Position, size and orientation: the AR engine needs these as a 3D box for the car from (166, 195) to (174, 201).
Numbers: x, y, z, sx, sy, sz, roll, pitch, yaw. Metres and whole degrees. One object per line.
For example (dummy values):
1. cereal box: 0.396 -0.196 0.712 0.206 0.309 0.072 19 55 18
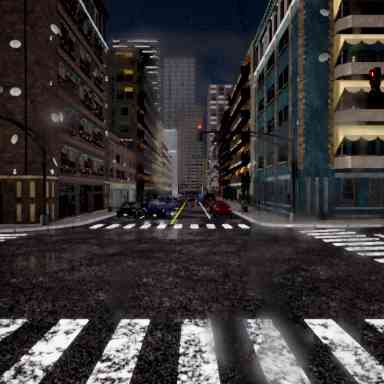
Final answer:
1. car: -5.566 1.563 85.469 1.752 1.417 4.829 0 0 0

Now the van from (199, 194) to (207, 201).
1. van: 2.814 1.379 85.614 1.690 1.788 3.998 -1 0 0

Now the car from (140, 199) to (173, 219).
1. car: -3.054 1.603 29.541 1.895 1.301 4.718 0 0 0

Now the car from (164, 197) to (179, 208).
1. car: -3.012 1.537 49.749 1.812 1.442 4.674 0 0 0

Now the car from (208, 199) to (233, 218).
1. car: 2.731 1.585 30.379 1.802 1.307 4.206 0 0 0

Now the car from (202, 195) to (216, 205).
1. car: 2.756 1.555 46.949 1.887 1.381 4.507 0 0 0

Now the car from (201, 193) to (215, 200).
1. car: 3.201 1.246 60.976 2.150 2.045 5.566 0 0 0

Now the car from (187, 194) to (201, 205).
1. car: 0.093 1.510 60.671 2.128 1.511 4.902 0 0 0

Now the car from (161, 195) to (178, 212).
1. car: -3.035 1.358 39.537 2.097 1.767 4.553 0 0 0

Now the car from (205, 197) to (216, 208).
1. car: 2.739 1.570 35.902 1.947 1.339 4.313 0 0 0

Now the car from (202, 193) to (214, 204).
1. car: 3.212 1.244 67.976 2.150 2.045 5.566 0 0 0

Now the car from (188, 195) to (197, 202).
1. car: 0.108 1.381 69.844 1.812 1.442 4.674 0 0 0

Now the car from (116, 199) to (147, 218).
1. car: -5.651 1.569 30.404 1.947 1.339 4.313 0 0 0
